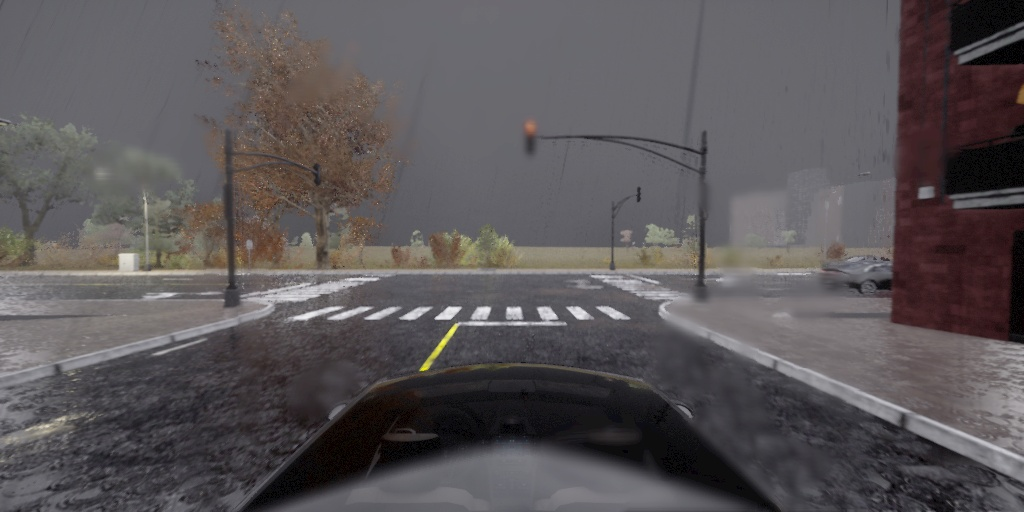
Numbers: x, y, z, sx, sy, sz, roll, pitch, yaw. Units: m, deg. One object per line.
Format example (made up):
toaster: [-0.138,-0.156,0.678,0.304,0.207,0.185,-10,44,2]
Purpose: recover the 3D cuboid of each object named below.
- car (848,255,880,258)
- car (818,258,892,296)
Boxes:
car: [26.162,0.715,26.843,5.008,1.535,1.882,0,2,1]
car: [17.565,1.035,17.120,4.902,1.511,2.128,0,2,1]
